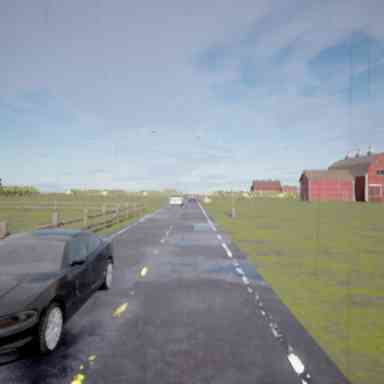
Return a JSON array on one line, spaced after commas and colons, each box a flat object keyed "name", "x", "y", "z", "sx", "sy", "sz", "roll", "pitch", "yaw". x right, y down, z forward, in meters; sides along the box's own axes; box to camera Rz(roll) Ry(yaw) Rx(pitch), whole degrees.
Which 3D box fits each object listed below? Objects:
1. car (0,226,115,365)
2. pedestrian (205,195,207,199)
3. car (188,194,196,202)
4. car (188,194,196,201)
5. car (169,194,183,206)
[{"name": "car", "x": -2.843, "y": 1.493, "z": 6.287, "sx": 1.882, "sy": 1.535, "sz": 5.008, "roll": 0, "pitch": 0, "yaw": 0}, {"name": "pedestrian", "x": 2.880, "y": 1.466, "z": 67.831, "sx": 0.375, "sy": 1.860, "sz": 0.375, "roll": 1, "pitch": -1, "yaw": 2}, {"name": "car", "x": 0.062, "y": 1.620, "z": 75.844, "sx": 1.895, "sy": 1.301, "sz": 4.718, "roll": 0, "pitch": 0, "yaw": 0}, {"name": "car", "x": 0.075, "y": 1.425, "z": 91.521, "sx": 2.097, "sy": 1.767, "sz": 4.553, "roll": 0, "pitch": 0, "yaw": 0}, {"name": "car", "x": -2.741, "y": 1.355, "z": 58.322, "sx": 2.150, "sy": 2.045, "sz": 5.566, "roll": 0, "pitch": 0, "yaw": 1}]
